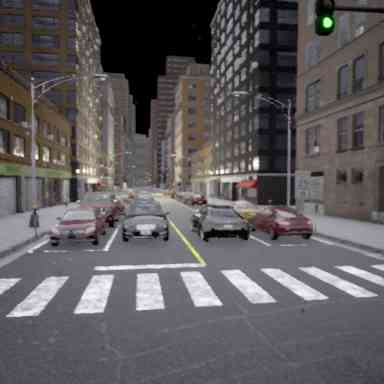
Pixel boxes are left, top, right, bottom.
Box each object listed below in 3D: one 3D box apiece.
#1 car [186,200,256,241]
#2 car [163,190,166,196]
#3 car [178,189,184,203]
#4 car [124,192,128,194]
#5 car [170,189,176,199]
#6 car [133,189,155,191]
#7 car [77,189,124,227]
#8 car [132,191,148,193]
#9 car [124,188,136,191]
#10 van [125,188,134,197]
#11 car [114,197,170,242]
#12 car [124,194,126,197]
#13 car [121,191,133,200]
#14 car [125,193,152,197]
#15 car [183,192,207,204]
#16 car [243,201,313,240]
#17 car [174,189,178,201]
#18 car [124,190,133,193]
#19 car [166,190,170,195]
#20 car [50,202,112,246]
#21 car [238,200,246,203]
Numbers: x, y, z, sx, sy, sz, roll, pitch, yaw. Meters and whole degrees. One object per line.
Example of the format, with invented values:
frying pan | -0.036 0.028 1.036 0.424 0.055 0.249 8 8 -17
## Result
car | 1.113 1.280 15.011 1.994 1.385 4.181 0 1 -9
car | -6.146 0.128 81.188 1.752 1.417 4.829 -1 1 -9
car | -0.281 0.693 42.516 1.967 1.590 4.097 -1 1 -9
car | -7.012 0.962 30.049 1.752 1.417 4.829 -1 1 -9
car | -1.949 0.621 53.519 2.008 1.369 4.403 -1 1 -9
car | -6.419 0.702 43.991 2.128 1.511 4.902 0 1 -9
car | -5.370 0.938 19.212 2.192 1.841 5.009 -1 1 -9
car | -4.908 0.909 33.670 1.812 1.442 4.674 0 1 -8
car | -10.378 0.381 52.219 2.192 1.841 5.009 -1 1 -9
van | -12.880 0.131 68.724 1.690 1.788 3.998 -1 1 -9
car | -2.088 1.201 14.790 2.128 1.511 4.902 0 1 -9
car | -6.203 1.073 24.717 1.887 1.381 4.507 -1 1 -9
car | -11.210 0.519 57.724 1.887 1.381 4.507 -1 1 -9
car | -3.490 1.039 24.082 2.128 1.511 4.902 0 1 -9
car | 0.554 0.890 37.019 1.887 1.381 4.507 -1 1 -9
car | 3.891 1.306 15.021 1.802 1.307 4.206 -1 1 -9
car | -1.115 0.706 48.019 1.887 1.381 4.507 -1 1 -9
car | -8.706 0.799 41.220 2.008 1.369 4.403 -1 1 -9
car | -2.785 0.295 59.015 2.192 1.841 5.009 -1 1 -9
car | -4.533 1.301 13.716 1.802 1.307 4.206 -1 1 -9
car | 3.031 1.150 20.688 1.752 1.417 4.829 -1 1 -9
